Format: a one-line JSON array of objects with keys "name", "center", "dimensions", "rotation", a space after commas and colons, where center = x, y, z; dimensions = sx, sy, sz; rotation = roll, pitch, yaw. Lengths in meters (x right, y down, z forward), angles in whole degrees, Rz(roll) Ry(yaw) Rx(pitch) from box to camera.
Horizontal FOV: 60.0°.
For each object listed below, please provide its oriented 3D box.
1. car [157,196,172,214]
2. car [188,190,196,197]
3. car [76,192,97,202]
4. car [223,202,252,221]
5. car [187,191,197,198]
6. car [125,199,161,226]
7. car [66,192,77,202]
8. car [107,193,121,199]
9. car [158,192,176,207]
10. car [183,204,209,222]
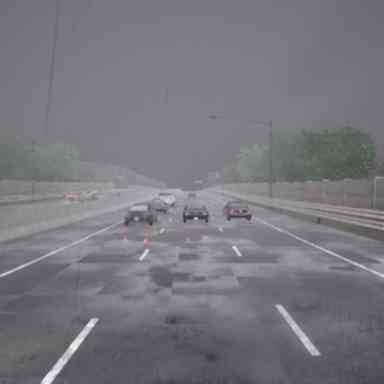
[{"name": "car", "center": [-3.496, 1.437, 34.275], "dimensions": [1.994, 1.385, 4.181], "rotation": [0, 1, 0]}, {"name": "car", "center": [0.011, 0.416, 84.301], "dimensions": [2.128, 1.511, 4.902], "rotation": [0, 1, 0]}, {"name": "car", "center": [-17.558, 1.039, 56.707], "dimensions": [1.812, 1.442, 4.674], "rotation": [0, 1, 0]}, {"name": "car", "center": [3.603, 1.500, 27.095], "dimensions": [2.033, 1.411, 5.357], "rotation": [0, 1, 0]}, {"name": "car", "center": [0.009, 0.621, 74.167], "dimensions": [1.837, 1.490, 4.892], "rotation": [0, 1, 0]}, {"name": "car", "center": [-3.497, 1.509, 23.272], "dimensions": [1.812, 1.442, 4.674], "rotation": [0, 0, 0]}, {"name": "car", "center": [-21.031, 0.795, 60.097], "dimensions": [2.097, 1.767, 4.553], "rotation": [0, 1, 1]}, {"name": "car", "center": [-14.039, 0.948, 60.027], "dimensions": [1.837, 1.490, 4.892], "rotation": [0, 1, 1]}, {"name": "car", "center": [-3.495, 0.940, 45.305], "dimensions": [2.150, 2.045, 5.566], "rotation": [0, 1, 0]}, {"name": "car", "center": [0.200, 1.563, 25.808], "dimensions": [1.895, 1.301, 4.718], "rotation": [0, 1, -2]}]
